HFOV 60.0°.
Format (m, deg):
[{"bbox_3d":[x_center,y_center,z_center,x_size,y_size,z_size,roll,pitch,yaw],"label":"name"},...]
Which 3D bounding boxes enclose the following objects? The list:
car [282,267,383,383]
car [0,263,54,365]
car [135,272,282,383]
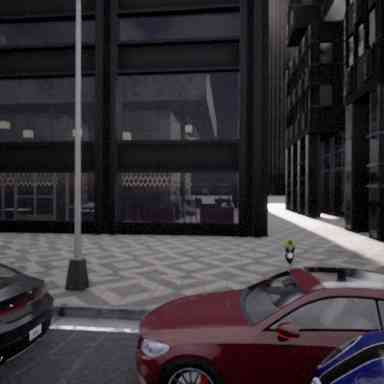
[{"bbox_3d":[3.010,1.355,1.799,4.553,1.767,2.097,0,0,6],"label":"car"},{"bbox_3d":[-4.145,1.522,4.424,4.403,1.369,2.008,0,0,6],"label":"car"},{"bbox_3d":[1.461,1.574,3.835,4.206,1.307,1.802,0,0,6],"label":"car"}]
